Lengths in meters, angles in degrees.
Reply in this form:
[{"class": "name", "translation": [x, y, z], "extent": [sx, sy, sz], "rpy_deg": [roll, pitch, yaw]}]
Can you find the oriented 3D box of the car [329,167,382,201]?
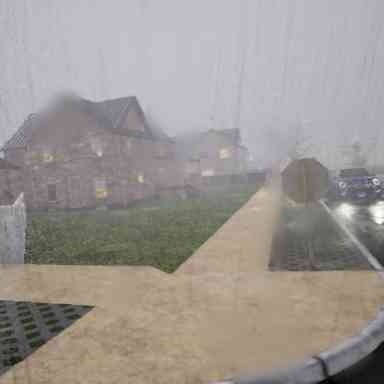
[{"class": "car", "translation": [9.041, -0.600, 18.764], "extent": [2.097, 1.767, 4.553], "rpy_deg": [-5, 3, 16]}]
